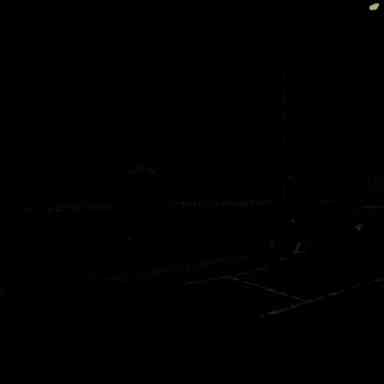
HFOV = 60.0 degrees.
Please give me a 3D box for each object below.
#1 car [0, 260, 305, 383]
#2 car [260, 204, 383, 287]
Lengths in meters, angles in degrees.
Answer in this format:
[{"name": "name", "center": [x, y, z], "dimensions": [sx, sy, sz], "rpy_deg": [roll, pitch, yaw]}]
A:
[{"name": "car", "center": [-1.620, 1.478, 2.219], "dimensions": [5.008, 1.535, 1.882], "rpy_deg": [0, 0, -35]}, {"name": "car", "center": [4.206, 1.308, 9.529], "dimensions": [5.009, 1.841, 2.192], "rpy_deg": [0, 0, -35]}]
